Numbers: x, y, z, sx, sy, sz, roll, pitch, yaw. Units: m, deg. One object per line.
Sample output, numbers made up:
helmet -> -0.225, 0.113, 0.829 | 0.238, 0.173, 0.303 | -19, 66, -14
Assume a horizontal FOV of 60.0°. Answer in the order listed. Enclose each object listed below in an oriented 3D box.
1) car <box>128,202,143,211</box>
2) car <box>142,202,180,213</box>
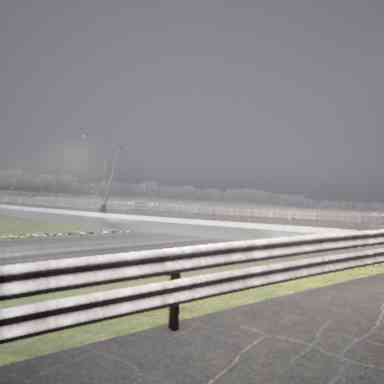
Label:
car -> -7.793, 2.290, 51.722 | 5.357, 1.411, 2.033 | 2, -2, 30
car -> -3.582, 2.146, 41.462 | 4.181, 1.385, 1.994 | 2, -2, 23
